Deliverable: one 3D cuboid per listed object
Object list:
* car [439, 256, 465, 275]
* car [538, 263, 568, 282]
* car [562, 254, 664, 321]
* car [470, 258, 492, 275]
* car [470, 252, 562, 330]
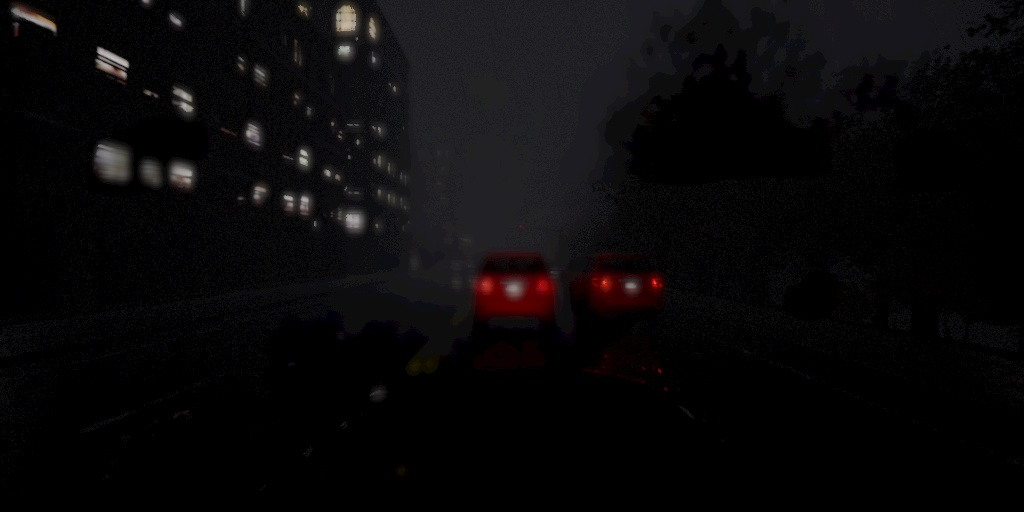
[{"bbox_3d":[-6.585,0.958,39.934,2.150,2.045,5.566,0,0,0],"label":"car"},{"bbox_3d":[3.340,1.300,29.813,1.994,1.385,4.181,0,0,0],"label":"car"},{"bbox_3d":[3.337,0.961,12.593,2.150,2.045,5.566,0,-1,0],"label":"car"},{"bbox_3d":[-3.333,1.086,39.448,2.097,1.767,4.553,0,0,0],"label":"car"},{"bbox_3d":[0.078,0.956,11.322,2.150,2.045,5.566,0,-1,0],"label":"car"}]
